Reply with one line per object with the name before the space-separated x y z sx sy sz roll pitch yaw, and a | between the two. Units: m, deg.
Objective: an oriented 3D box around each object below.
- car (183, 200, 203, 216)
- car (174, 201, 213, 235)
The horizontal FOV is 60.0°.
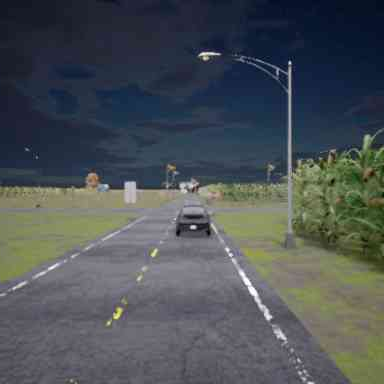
car | 0.070 1.551 33.427 1.895 1.301 4.718 0 0 0
car | 0.082 1.480 18.704 1.837 1.490 4.892 0 0 0
